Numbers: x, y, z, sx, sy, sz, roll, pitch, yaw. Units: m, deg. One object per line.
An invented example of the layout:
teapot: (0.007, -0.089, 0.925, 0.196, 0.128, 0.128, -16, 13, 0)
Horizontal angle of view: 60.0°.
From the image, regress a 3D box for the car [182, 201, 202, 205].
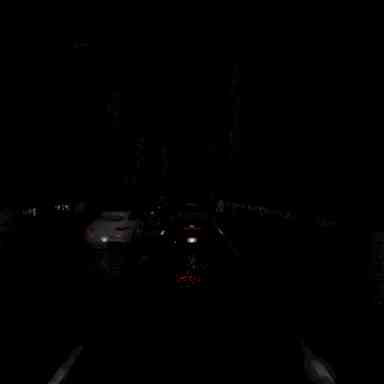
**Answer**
car: (0.000, 1.531, 29.652, 1.812, 1.442, 4.674, 0, 0, 0)

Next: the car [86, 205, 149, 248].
car: (-3.250, 1.534, 14.651, 1.812, 1.442, 4.674, 0, 0, 0)

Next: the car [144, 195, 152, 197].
car: (-9.750, 1.471, 73.721, 1.882, 1.535, 5.008, 0, 0, 0)

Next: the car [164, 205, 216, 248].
car: (0.000, 1.517, 14.651, 1.837, 1.490, 4.892, 0, 0, 0)

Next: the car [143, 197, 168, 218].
car: (-3.250, 1.494, 29.653, 2.128, 1.511, 4.902, 0, 0, 0)
